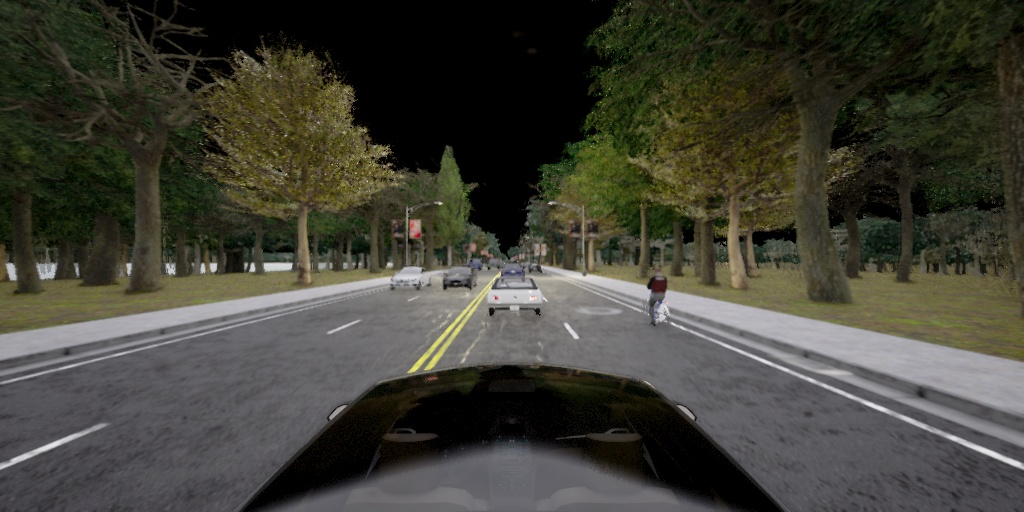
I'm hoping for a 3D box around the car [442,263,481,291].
[{"bbox_3d":[-3.358,1.418,23.725,1.837,1.490,4.892,0,0,0],"label":"car"}]

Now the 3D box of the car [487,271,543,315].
[{"bbox_3d":[0.093,1.438,14.020,1.895,1.301,4.718,0,0,0],"label":"car"}]

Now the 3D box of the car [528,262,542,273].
[{"bbox_3d":[3.328,1.718,52.999,1.812,1.442,4.674,0,-1,0],"label":"car"}]

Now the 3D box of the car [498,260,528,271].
[{"bbox_3d":[0.086,1.339,32.257,2.097,1.767,4.553,0,-1,0],"label":"car"}]

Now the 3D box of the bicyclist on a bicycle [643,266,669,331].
[{"bbox_3d":[4.137,1.182,10.396,0.659,1.776,1.843,0,0,0],"label":"bicyclist on a bicycle"}]

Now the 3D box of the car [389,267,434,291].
[{"bbox_3d":[-6.607,1.440,23.835,1.812,1.442,4.674,0,0,0],"label":"car"}]

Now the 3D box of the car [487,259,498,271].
[{"bbox_3d":[-3.293,1.544,64.559,2.150,2.045,5.566,0,-1,0],"label":"car"}]

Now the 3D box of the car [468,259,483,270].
[{"bbox_3d":[-6.543,1.544,64.554,2.150,2.045,5.566,0,-1,0],"label":"car"}]
